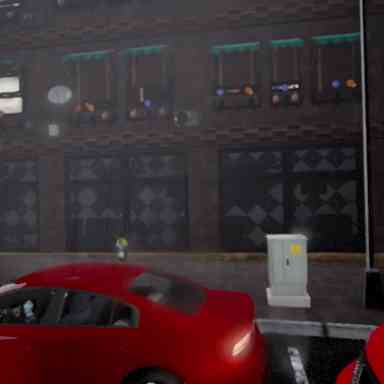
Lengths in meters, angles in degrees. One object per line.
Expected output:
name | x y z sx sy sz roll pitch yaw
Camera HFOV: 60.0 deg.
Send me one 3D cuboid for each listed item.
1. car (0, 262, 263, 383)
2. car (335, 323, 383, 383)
car | -1.481 1.539 3.900 4.507 1.381 1.887 0 -1 9
car | 3.608 1.218 1.341 5.566 2.045 2.150 0 0 9
